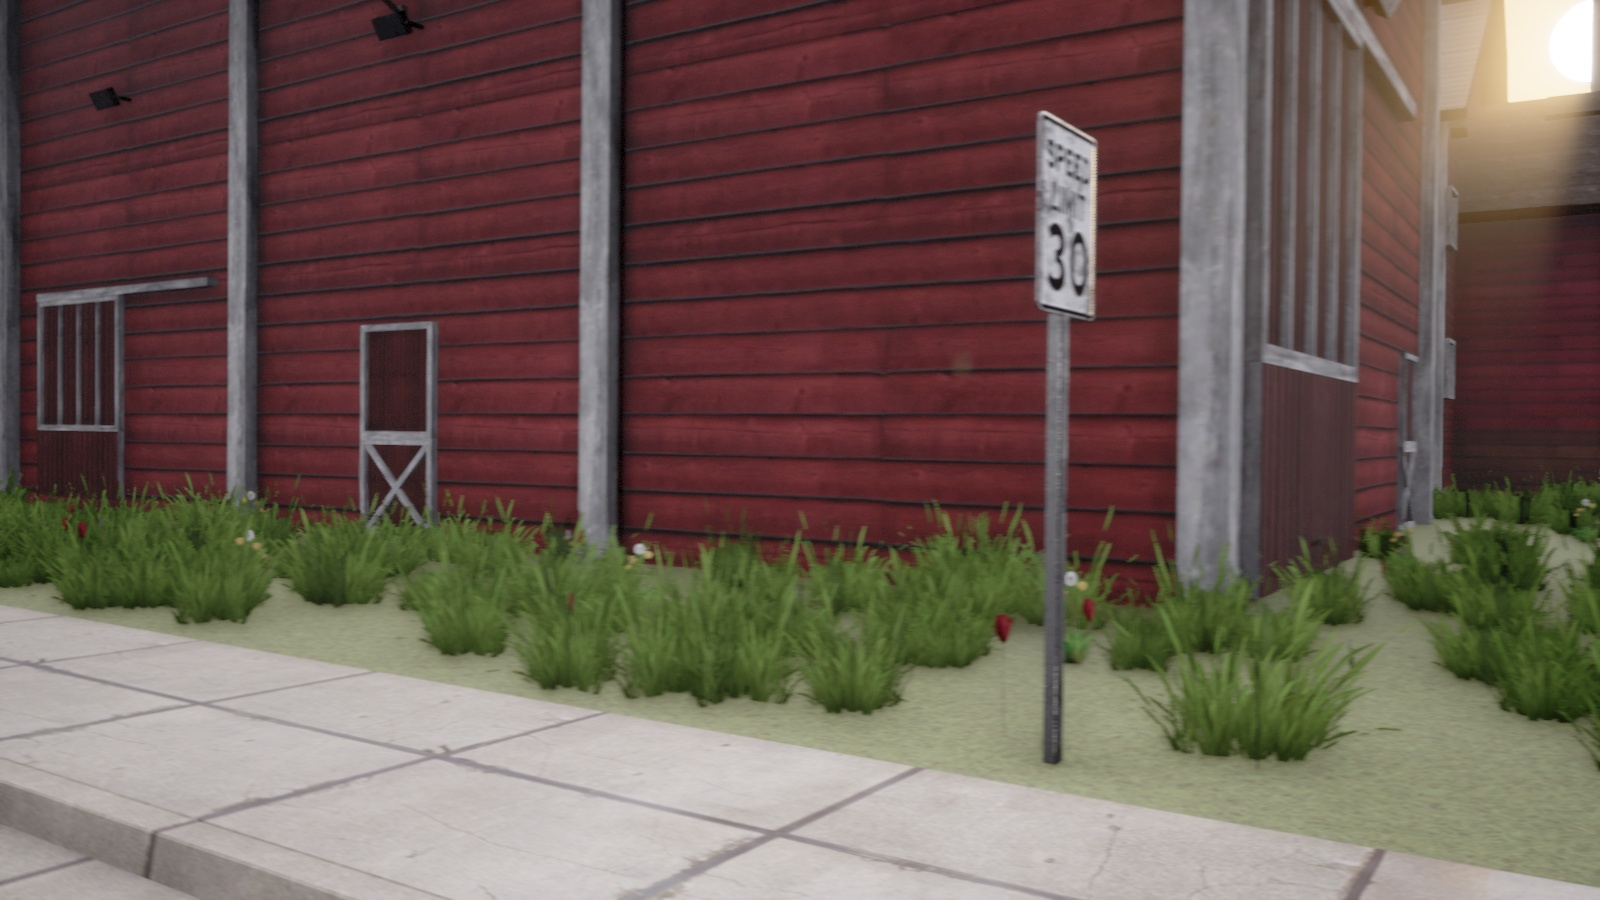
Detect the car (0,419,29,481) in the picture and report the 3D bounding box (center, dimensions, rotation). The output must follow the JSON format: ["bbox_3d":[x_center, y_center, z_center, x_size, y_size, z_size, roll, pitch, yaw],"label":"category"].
[{"bbox_3d":[-28.237,0.034,40.292,2.150,2.045,5.566,0,1,33],"label":"car"}]
